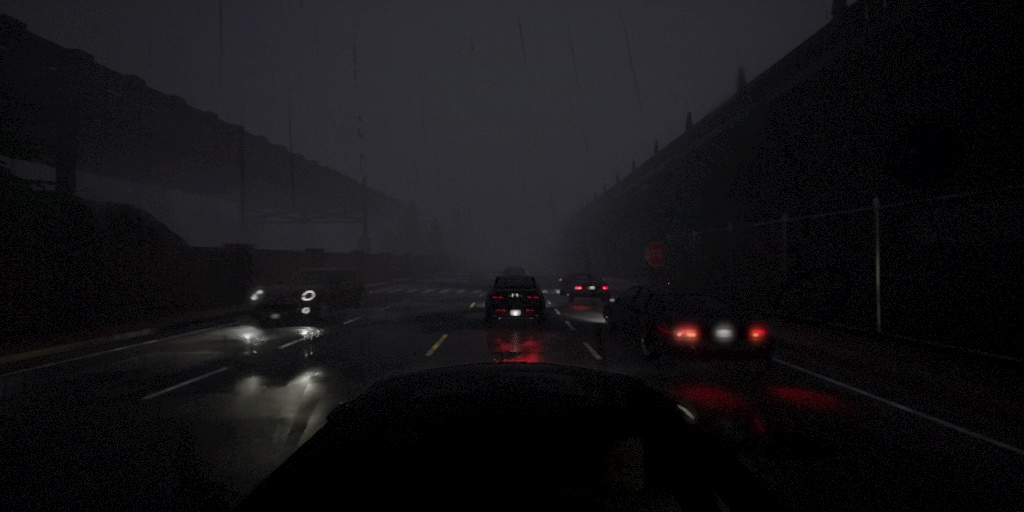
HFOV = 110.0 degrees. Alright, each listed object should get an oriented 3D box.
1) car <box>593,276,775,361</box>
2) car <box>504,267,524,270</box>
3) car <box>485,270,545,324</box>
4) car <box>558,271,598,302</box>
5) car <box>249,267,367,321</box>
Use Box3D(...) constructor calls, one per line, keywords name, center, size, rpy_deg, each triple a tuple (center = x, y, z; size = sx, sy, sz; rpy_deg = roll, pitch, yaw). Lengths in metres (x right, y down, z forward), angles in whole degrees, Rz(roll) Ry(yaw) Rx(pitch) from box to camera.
Box3D(name="car", center=(3.597, 1.381, 8.539), size=(2.033, 1.411, 5.357), rpy_deg=(0, -1, 1))
Box3D(name="car", center=(0.148, 1.519, 25.599), size=(1.882, 1.535, 5.008), rpy_deg=(0, -1, 1))
Box3D(name="car", center=(0.100, 1.386, 12.533), size=(1.837, 1.490, 4.892), rpy_deg=(0, -1, 0))
Box3D(name="car", center=(3.602, 1.503, 18.611), size=(2.033, 1.411, 5.357), rpy_deg=(0, -1, 0))
Box3D(name="car", center=(-7.065, 1.237, 12.965), size=(2.097, 1.767, 4.553), rpy_deg=(0, -1, 0))
